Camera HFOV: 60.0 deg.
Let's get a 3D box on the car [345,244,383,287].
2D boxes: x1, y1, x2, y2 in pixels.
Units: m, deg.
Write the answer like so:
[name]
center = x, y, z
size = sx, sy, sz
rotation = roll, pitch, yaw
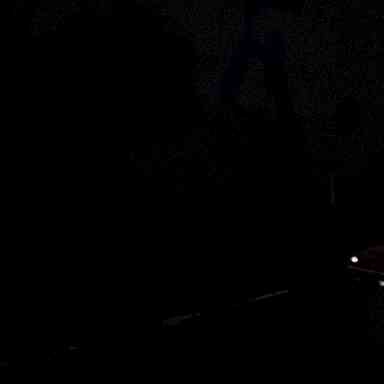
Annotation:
[car]
center = 5.831, 1.607, 8.180
size = 4.718, 1.301, 1.895
rotation = 0, 0, -36
